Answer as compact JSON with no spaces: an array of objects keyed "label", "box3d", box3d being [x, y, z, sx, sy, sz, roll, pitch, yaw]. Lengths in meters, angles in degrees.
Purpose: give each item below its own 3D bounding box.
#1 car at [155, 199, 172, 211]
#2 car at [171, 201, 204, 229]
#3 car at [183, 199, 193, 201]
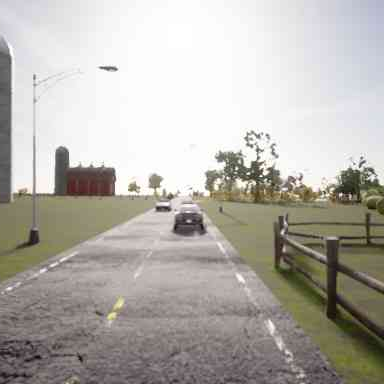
[{"label":"car","box3d":[-3.453,1.583,41.075,2.033,1.411,5.357,0,0,-1]},{"label":"car","box3d":[-0.217,1.544,21.924,1.812,1.442,4.674,0,0,-1]},{"label":"car","box3d":[-0.533,1.608,42.738,1.994,1.385,4.181,0,0,-1]}]
